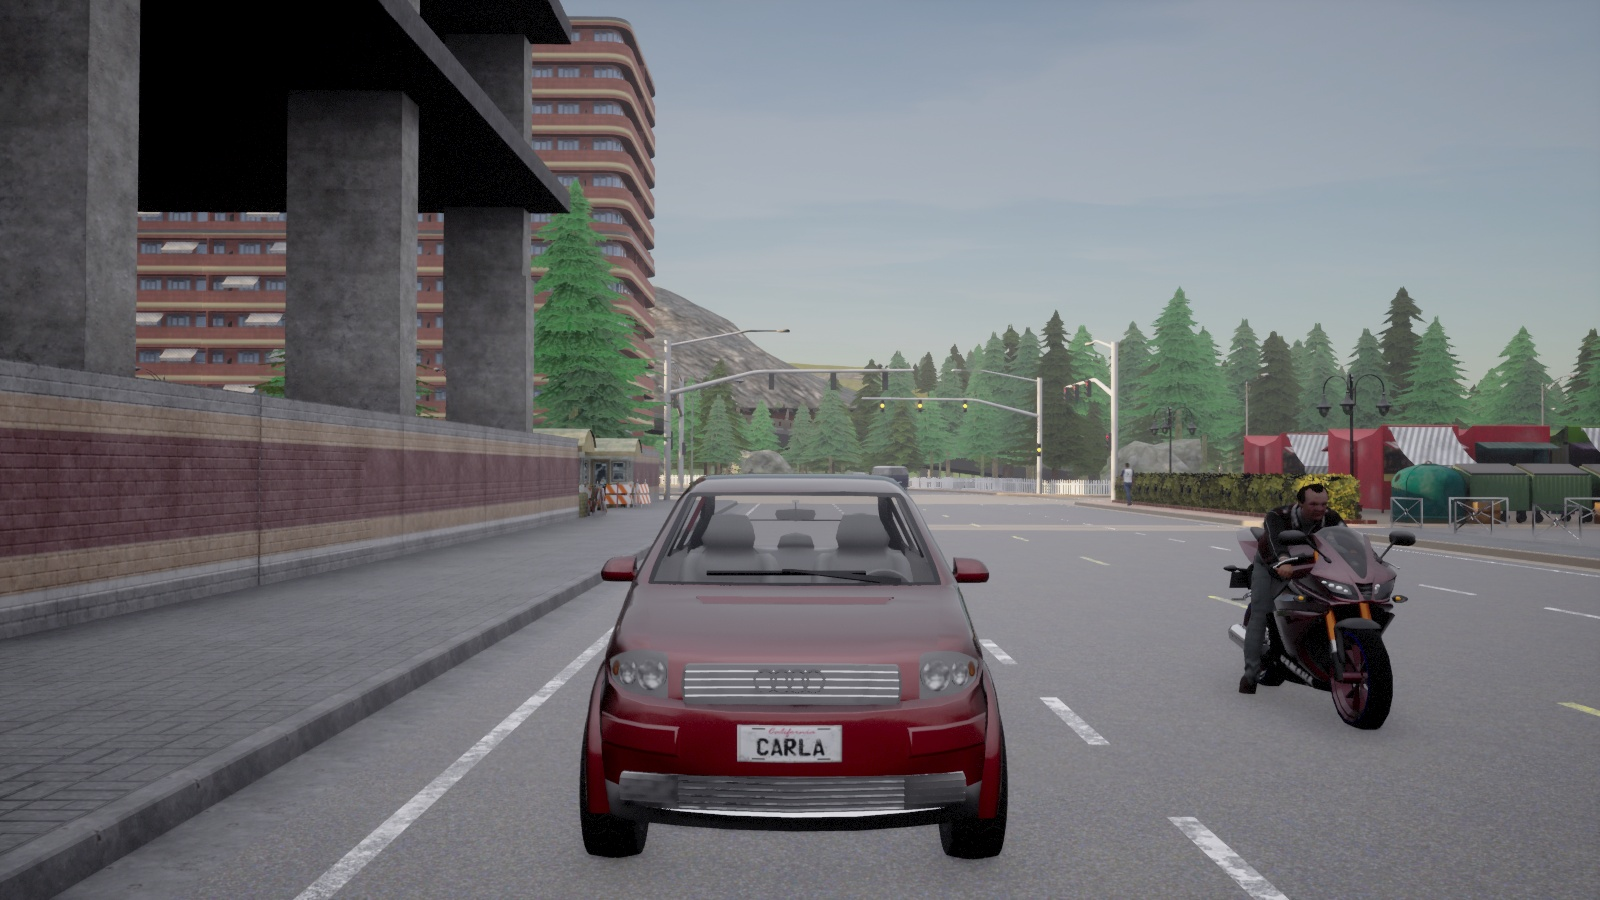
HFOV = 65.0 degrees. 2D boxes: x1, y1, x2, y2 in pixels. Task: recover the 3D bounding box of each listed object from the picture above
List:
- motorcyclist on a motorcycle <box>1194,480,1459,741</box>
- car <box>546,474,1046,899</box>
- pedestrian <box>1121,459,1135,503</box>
[{"bbox_3d":[3.476,0.979,8.565,0.866,1.530,2.191,0,-1,0],"label":"motorcyclist on a motorcycle"},{"bbox_3d":[-0.016,0.900,6.363,1.789,1.549,3.705,0,-1,0],"label":"car"},{"bbox_3d":[13.789,1.298,52.808,0.354,1.836,0.706,0,-1,-1],"label":"pedestrian"}]
